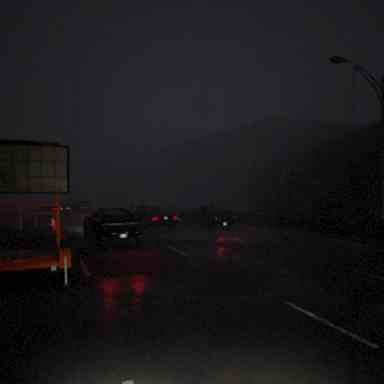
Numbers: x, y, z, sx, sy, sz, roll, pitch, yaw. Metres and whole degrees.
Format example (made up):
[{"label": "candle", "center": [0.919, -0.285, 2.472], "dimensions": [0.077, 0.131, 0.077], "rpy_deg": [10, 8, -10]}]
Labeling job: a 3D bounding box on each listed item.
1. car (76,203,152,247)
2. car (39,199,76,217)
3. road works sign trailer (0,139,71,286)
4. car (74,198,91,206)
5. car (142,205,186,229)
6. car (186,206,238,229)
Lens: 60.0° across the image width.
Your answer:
[{"label": "car", "center": [-3.716, 1.465, 15.098], "dimensions": [2.128, 1.511, 4.902], "rpy_deg": [0, 0, -25]}, {"label": "car", "center": [-12.829, 1.496, 30.955], "dimensions": [2.033, 1.411, 5.357], "rpy_deg": [0, 0, -34]}, {"label": "road works sign trailer", "center": [-4.533, 0.450, 8.801], "dimensions": [2.380, 3.560, 2.880], "rpy_deg": [0, 0, -26]}, {"label": "car", "center": [-12.365, 1.430, 36.283], "dimensions": [2.128, 1.511, 4.902], "rpy_deg": [0, 0, -36]}, {"label": "car", "center": [-2.663, 1.510, 20.846], "dimensions": [2.033, 1.411, 5.357], "rpy_deg": [0, 0, -28]}, {"label": "car", "center": [0.904, 1.561, 21.508], "dimensions": [1.895, 1.301, 4.718], "rpy_deg": [0, 0, -27]}]
